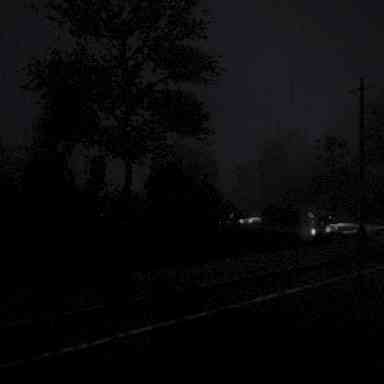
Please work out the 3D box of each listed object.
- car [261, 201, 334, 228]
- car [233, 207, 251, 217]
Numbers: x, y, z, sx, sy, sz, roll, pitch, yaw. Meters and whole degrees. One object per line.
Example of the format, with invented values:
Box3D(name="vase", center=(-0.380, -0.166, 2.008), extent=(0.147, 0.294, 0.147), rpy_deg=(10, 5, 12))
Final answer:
Box3D(name="car", center=(7.131, 1.519, 23.497), extent=(2.097, 1.767, 4.553), rpy_deg=(0, -1, -38))
Box3D(name="car", center=(3.758, 1.876, 33.073), extent=(1.994, 1.385, 4.181), rpy_deg=(0, -1, -41))
